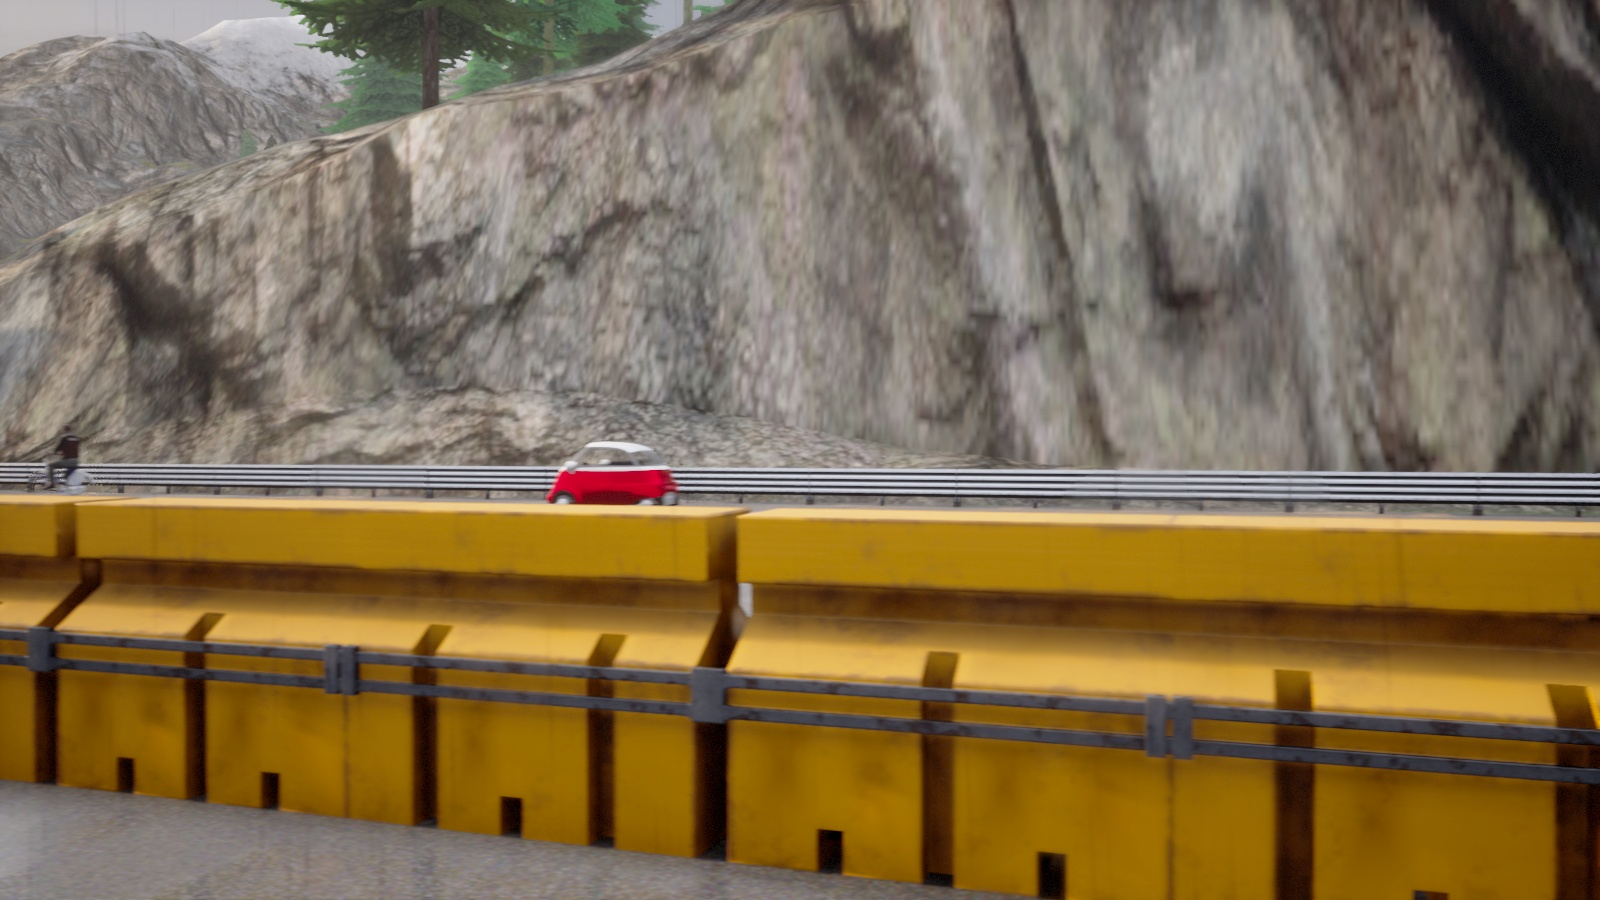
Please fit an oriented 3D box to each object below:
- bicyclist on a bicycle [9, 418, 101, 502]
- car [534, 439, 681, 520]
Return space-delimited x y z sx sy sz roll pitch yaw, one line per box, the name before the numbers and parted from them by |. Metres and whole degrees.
bicyclist on a bicycle | -16.050 0.203 27.064 1.843 1.776 0.659 1 1 19
car | -3.479 0.503 22.828 2.207 1.376 1.481 1 1 19
